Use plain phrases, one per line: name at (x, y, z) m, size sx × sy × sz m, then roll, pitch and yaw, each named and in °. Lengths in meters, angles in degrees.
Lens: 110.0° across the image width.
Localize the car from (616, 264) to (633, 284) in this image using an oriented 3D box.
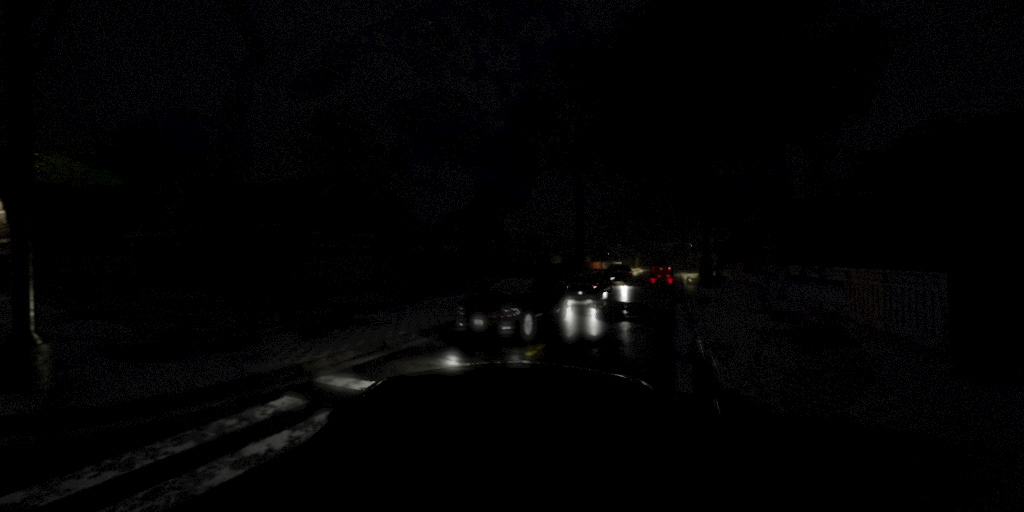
car at (8.550, 1.427, 28.872) m, size 1.837 × 1.490 × 4.892 m, roll -1°, pitch -1°, yaw 25°

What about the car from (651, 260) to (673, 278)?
car at (15.959, 1.337, 38.094) m, size 2.097 × 1.767 × 4.553 m, roll -1°, pitch -1°, yaw 25°

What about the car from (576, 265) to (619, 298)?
car at (4.365, 1.415, 19.762) m, size 2.033 × 1.411 × 5.357 m, roll -1°, pitch -1°, yaw 24°

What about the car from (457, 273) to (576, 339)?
car at (0.247, 1.306, 10.763) m, size 1.882 × 1.535 × 5.008 m, roll -1°, pitch -1°, yaw 25°
